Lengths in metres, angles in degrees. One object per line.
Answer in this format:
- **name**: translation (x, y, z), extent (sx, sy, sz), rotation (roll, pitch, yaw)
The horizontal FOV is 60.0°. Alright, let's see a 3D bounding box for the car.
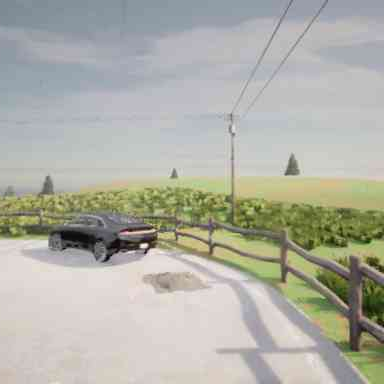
- **car**: translation (-3.364, 1.486, 12.087), extent (4.902, 1.511, 2.128), rotation (0, -1, 41)
